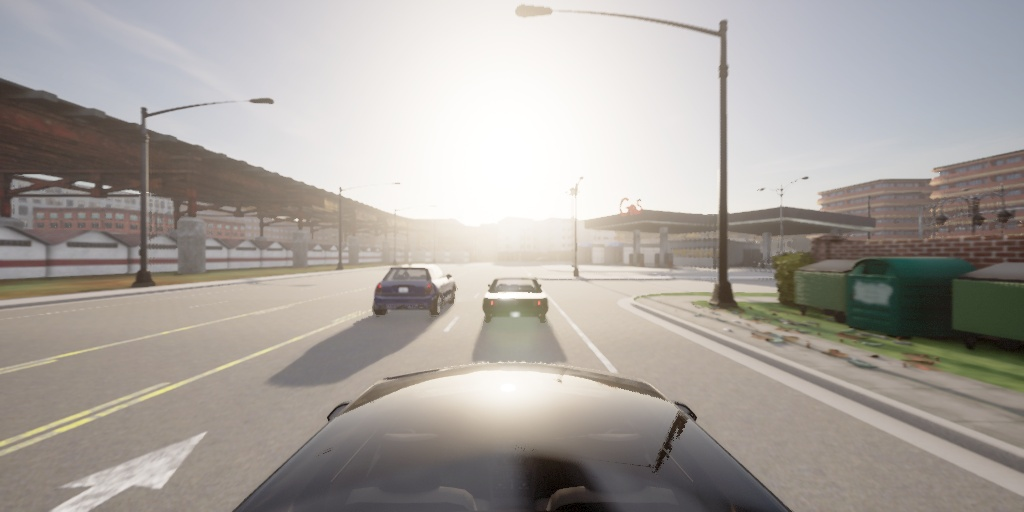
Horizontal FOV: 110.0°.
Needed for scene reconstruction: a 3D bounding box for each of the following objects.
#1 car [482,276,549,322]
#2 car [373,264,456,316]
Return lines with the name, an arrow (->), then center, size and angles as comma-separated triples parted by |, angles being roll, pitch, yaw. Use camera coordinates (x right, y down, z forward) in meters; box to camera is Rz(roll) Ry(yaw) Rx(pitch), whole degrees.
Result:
car -> 0.096, 1.333, 12.177 | 1.895, 1.301, 4.718 | 0, 0, 0
car -> -3.400, 1.079, 13.370 | 2.097, 1.767, 4.553 | 0, 0, 0
